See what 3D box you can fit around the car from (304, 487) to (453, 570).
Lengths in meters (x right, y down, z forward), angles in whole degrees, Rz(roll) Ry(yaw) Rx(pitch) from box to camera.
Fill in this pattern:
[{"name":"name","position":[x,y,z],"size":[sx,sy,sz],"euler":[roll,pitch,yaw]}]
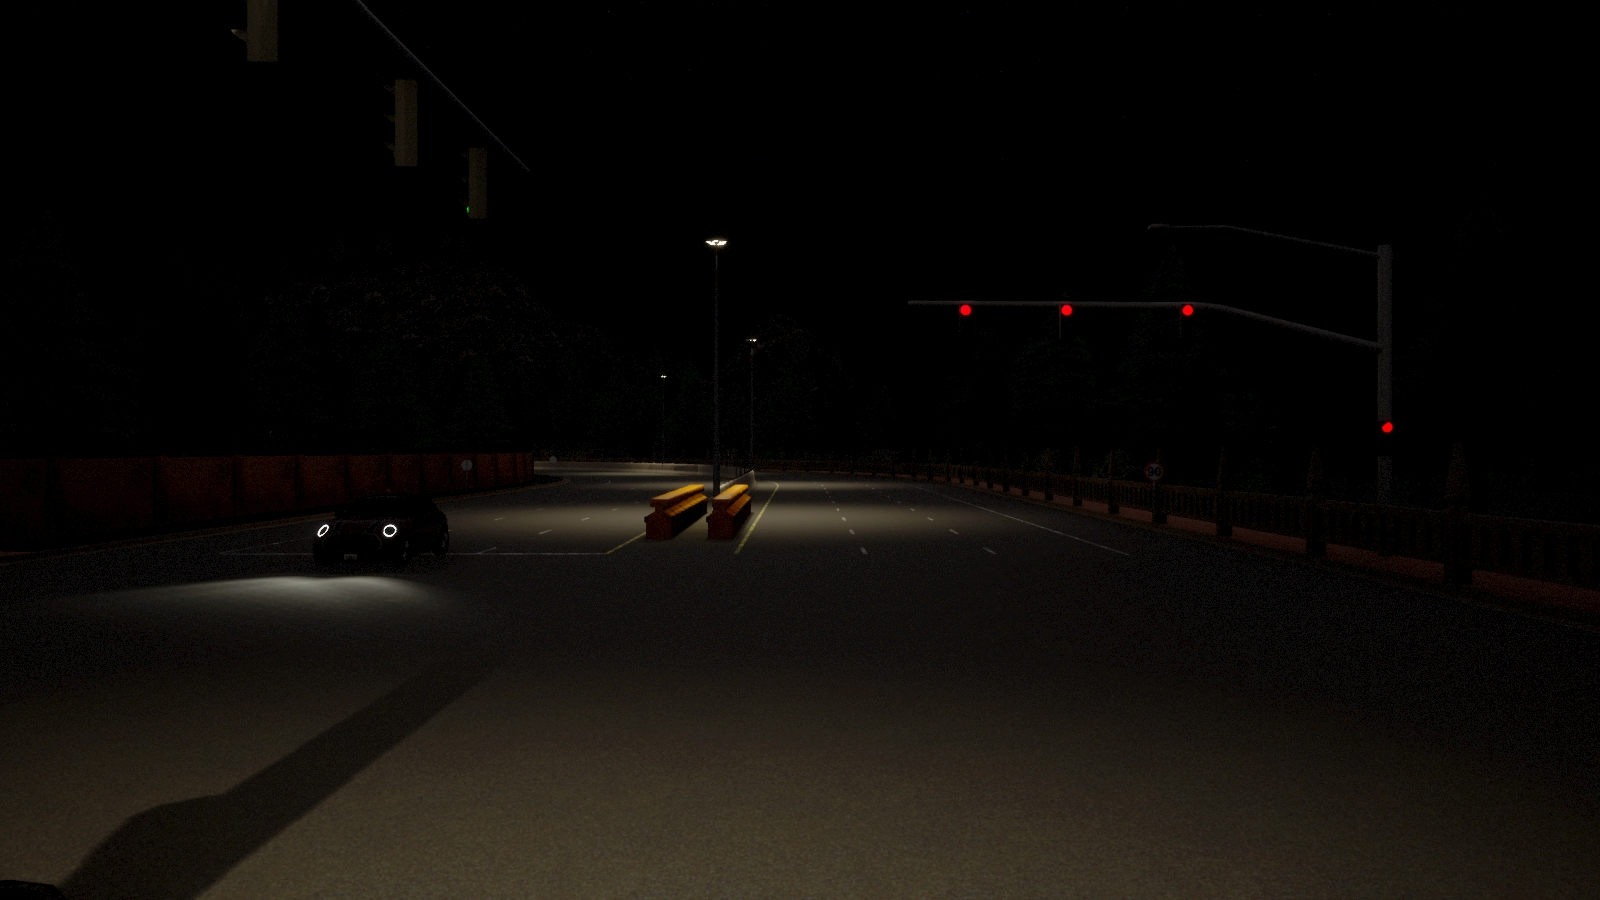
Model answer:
[{"name":"car","position":[-10.504,1.906,28.861],"size":[2.097,1.767,4.553],"euler":[0,0,0]}]
